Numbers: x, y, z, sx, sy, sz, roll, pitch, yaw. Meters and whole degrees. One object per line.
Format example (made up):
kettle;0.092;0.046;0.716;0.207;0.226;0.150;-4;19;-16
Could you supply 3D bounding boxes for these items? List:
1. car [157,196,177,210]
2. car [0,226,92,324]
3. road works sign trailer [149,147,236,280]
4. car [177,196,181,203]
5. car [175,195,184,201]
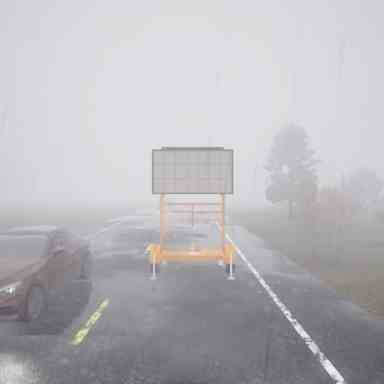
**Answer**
car;-3.417;1.511;43.069;2.128;1.511;4.902;0;0;0
car;-3.586;1.526;7.281;1.812;1.442;4.674;0;0;0
road works sign trailer;0.019;0.465;9.955;2.380;3.560;2.880;0;0;0
car;-3.360;1.526;72.793;1.882;1.535;5.008;0;0;0
car;-3.327;1.508;89.962;2.128;1.511;4.902;0;0;0
